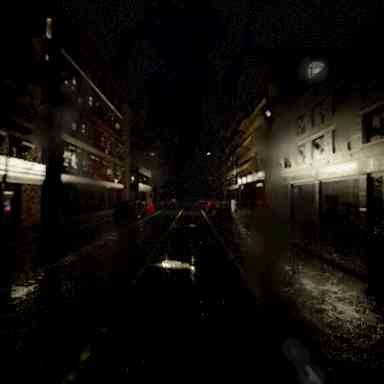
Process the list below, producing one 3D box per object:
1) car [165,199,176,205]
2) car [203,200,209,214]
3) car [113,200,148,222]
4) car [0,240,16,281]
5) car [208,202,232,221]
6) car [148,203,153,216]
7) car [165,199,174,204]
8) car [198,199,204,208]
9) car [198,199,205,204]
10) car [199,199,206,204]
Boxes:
[{"bbox_3d":[-5.740,2.442,80.925,2.008,1.369,4.403,0,-1,0],"label":"car"},{"bbox_3d":[2.666,2.004,41.476,1.887,1.381,4.507,0,-1,0],"label":"car"},{"bbox_3d":[-5.707,1.652,30.206,2.192,1.841,5.009,0,-1,0],"label":"car"},{"bbox_3d":[-5.694,1.670,7.659,1.802,1.307,4.206,0,-1,0],"label":"car"},{"bbox_3d":[2.673,1.863,30.375,1.752,1.417,4.829,0,-1,0],"label":"car"},{"bbox_3d":[-5.711,1.839,35.839,1.967,1.590,4.097,0,-1,0],"label":"car"},{"bbox_3d":[-5.744,2.503,86.562,2.008,1.369,4.403,0,-1,0],"label":"car"},{"bbox_3d":[2.652,2.257,64.019,2.008,1.369,4.403,0,-1,0],"label":"car"},{"bbox_3d":[2.634,2.577,92.199,1.947,1.339,4.313,0,-1,0],"label":"car"},{"bbox_3d":[2.638,2.478,86.733,1.752,1.417,4.829,0,-1,0],"label":"car"}]
